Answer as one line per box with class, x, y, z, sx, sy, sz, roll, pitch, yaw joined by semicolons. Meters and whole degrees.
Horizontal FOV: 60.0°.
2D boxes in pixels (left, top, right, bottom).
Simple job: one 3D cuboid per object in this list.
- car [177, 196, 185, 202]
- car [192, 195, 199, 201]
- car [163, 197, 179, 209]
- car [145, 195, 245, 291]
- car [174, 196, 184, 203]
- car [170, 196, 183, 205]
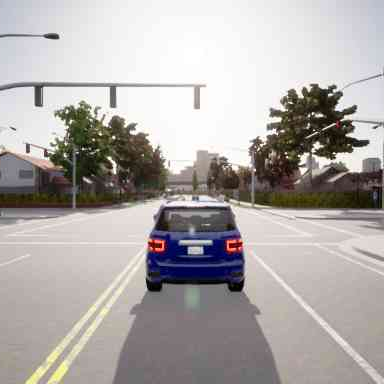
car;-2.614;1.595;80.931;1.895;1.301;4.718;0;0;0
car;0.932;1.478;88.078;1.882;1.535;5.008;0;0;0
car;-2.921;1.478;47.557;1.882;1.535;5.008;0;0;0
car;0.071;1.222;9.119;2.150;2.045;5.566;0;0;0
car;-2.683;1.524;70.352;1.812;1.442;4.674;0;0;0
car;-2.820;1.548;60.383;2.033;1.411;5.357;0;0;1
